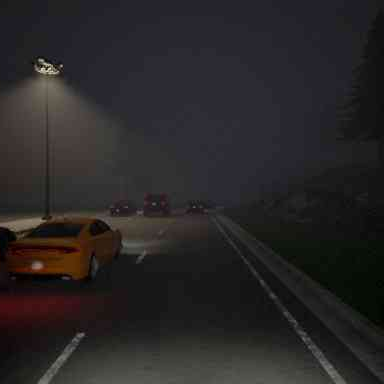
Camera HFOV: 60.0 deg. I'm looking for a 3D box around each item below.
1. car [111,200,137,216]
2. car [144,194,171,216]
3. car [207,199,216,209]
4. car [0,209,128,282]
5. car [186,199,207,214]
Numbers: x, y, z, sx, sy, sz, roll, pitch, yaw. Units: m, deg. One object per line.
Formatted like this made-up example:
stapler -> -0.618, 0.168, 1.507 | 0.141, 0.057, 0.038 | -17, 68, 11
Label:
car -> -6.761, 1.526, 33.061 | 1.812, 1.442, 4.674 | 0, 0, 2
car -> -3.302, 1.216, 32.514 | 2.150, 2.045, 5.566 | 0, -1, 2
car -> 1.911, 1.564, 44.383 | 1.994, 1.385, 4.181 | 0, 0, 14
car -> -3.399, 1.477, 9.797 | 1.882, 1.535, 5.008 | 0, 0, 0
car -> 0.334, 1.547, 35.218 | 2.033, 1.411, 5.357 | 0, 0, 3
